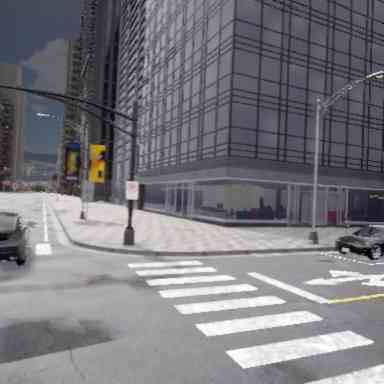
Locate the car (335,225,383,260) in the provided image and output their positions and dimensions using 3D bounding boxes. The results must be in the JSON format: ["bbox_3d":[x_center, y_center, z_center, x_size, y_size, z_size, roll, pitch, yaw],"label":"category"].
[{"bbox_3d":[8.407,2.155,14.799,4.313,1.339,1.947,3,-1,-25],"label":"car"}]

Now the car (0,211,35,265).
[{"bbox_3d":[-6.398,1.399,10.991,1.837,1.490,4.892,3,0,-24],"label":"car"}]
